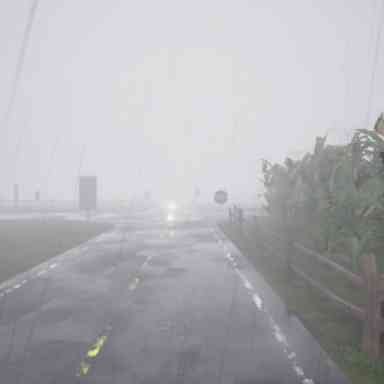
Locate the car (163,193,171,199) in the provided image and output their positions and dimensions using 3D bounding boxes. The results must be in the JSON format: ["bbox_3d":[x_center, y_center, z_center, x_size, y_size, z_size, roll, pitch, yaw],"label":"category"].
[{"bbox_3d":[-6.210,1.081,82.600,1.812,1.442,4.674,0,0,-5],"label":"car"}]
